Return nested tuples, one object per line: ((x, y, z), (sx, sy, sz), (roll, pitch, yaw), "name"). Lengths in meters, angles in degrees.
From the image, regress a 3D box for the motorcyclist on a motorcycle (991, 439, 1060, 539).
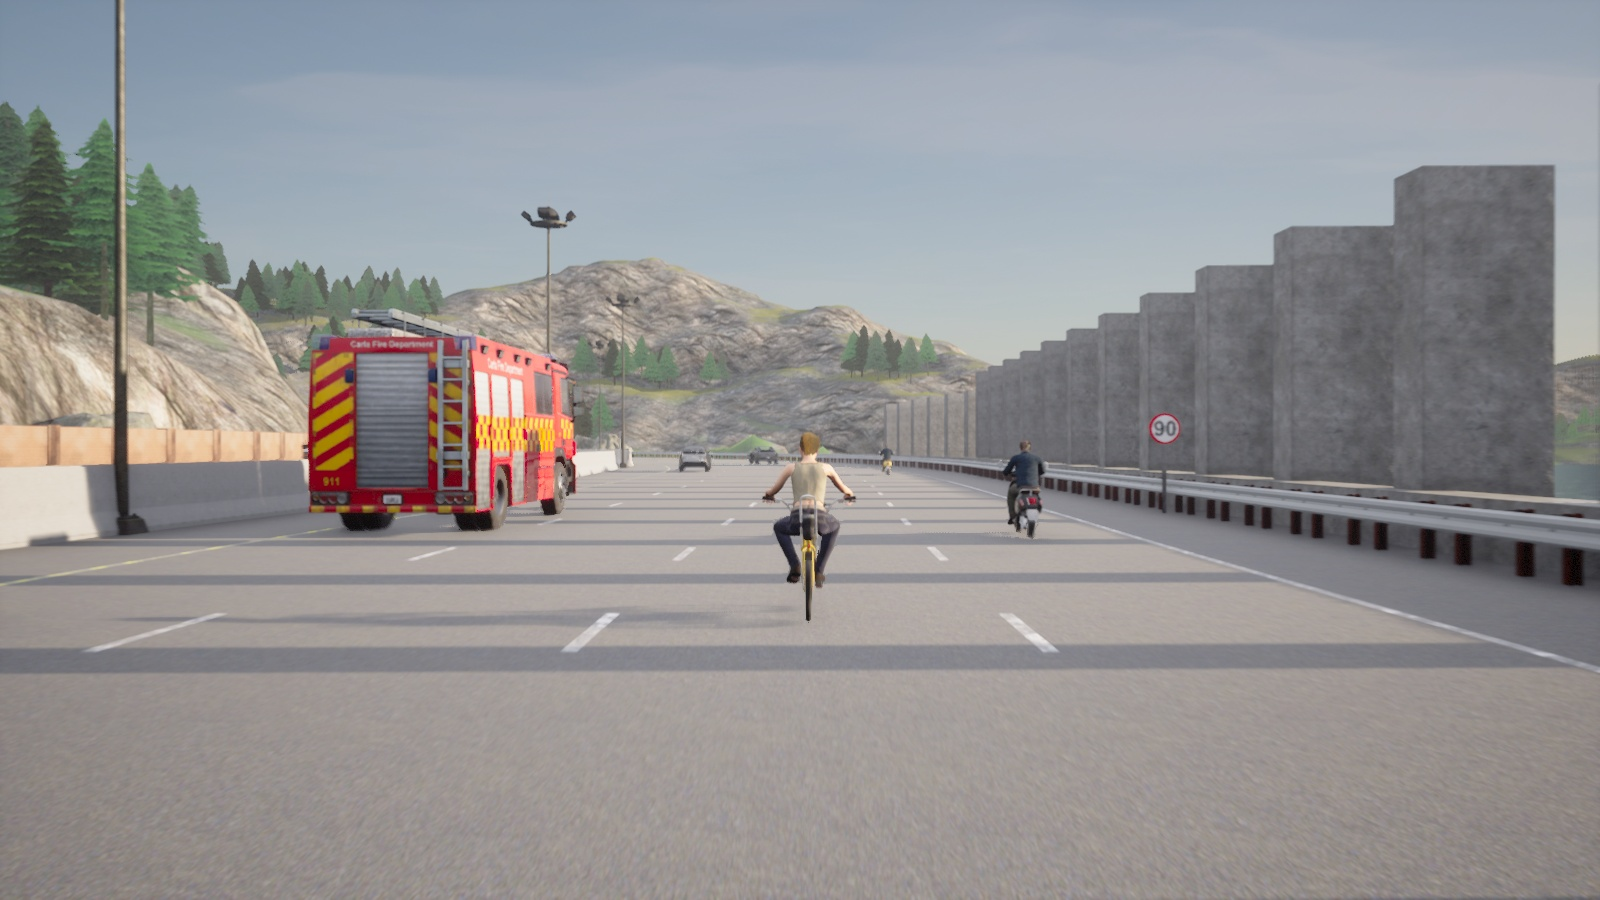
((3.736, 0.629, 20.958), (0.866, 1.590, 1.817), (0, 0, 1), "motorcyclist on a motorcycle")

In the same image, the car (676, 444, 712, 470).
((-6.312, 0.419, 75.334), (2.007, 1.525, 4.514), (0, 0, -3), "car")

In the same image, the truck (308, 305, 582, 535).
((-6.656, -0.513, 25.183), (2.891, 3.827, 8.468), (0, 0, 2), "truck")

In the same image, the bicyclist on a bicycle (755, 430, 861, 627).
((0.079, 0.644, 11.041), (0.866, 1.612, 1.509), (0, 0, 1), "bicyclist on a bicycle")
